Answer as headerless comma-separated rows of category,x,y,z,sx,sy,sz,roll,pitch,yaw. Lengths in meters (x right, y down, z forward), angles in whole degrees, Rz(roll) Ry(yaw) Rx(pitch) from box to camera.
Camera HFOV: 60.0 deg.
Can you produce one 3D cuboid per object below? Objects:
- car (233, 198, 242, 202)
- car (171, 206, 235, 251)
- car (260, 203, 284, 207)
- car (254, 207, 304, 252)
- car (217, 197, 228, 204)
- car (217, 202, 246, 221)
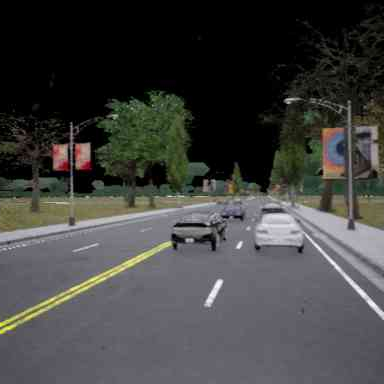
car,9.764,2.114,71.043,1.812,1.442,4.674,-1,-1,13
car,0.450,1.609,14.797,2.128,1.511,4.902,-1,0,13
car,6.956,1.653,28.903,1.882,1.535,5.008,-1,0,13
car,3.639,1.600,14.157,1.812,1.442,4.674,-1,0,13
car,6.598,1.988,71.786,2.097,1.767,4.553,-1,-1,13
car,3.699,1.816,29.250,1.895,1.301,4.718,-1,-1,13
